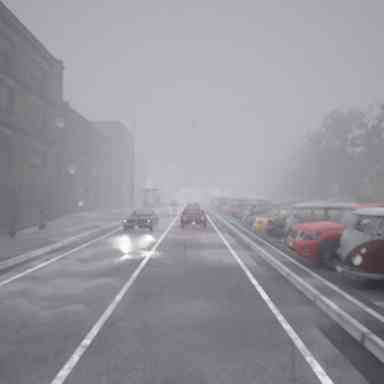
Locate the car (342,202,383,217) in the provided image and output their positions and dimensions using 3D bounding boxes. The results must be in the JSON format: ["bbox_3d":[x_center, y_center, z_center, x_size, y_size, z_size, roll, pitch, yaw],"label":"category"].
[{"bbox_3d":[19.293,1.908,36.235,5.008,1.535,2.097,0,-1,0],"label":"car"}]

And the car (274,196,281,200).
[{"bbox_3d":[19.384,1.899,64.086,5.566,2.045,2.435,0,0,0],"label":"car"}]

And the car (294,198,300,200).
[{"bbox_3d":[19.372,2.058,52.944,5.008,1.535,2.097,0,0,0],"label":"car"}]

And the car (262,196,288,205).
[{"bbox_3d":[19.499,1.975,78.143,5.566,2.045,2.435,0,0,0],"label":"car"}]

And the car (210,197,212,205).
[{"bbox_3d":[6.507,2.125,61.315,5.366,1.575,1.946,0,0,0],"label":"car"}]

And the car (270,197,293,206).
[{"bbox_3d":[19.479,2.090,72.562,4.553,1.767,2.185,0,0,0],"label":"car"}]

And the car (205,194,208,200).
[{"bbox_3d":[6.455,2.060,86.383,4.553,1.767,2.185,0,0,0],"label":"car"}]

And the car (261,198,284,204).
[{"bbox_3d":[19.487,2.220,80.932,5.008,1.535,2.097,0,0,0],"label":"car"}]

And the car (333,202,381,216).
[{"bbox_3d":[19.313,1.974,39.019,4.674,1.452,2.002,0,-1,0],"label":"car"}]

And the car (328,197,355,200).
[{"bbox_3d":[19.290,1.834,41.806,4.553,1.767,2.185,0,-1,0],"label":"car"}]

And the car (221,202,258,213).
[{"bbox_3d":[6.255,2.026,44.615,4.674,1.452,2.002,0,-1,0],"label":"car"}]

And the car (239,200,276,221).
[{"bbox_3d":[6.142,1.675,25.136,4.553,1.767,2.185,0,-1,0],"label":"car"}]

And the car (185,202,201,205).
[{"bbox_3d":[0.117,1.932,41.661,2.128,1.511,4.902,0,-1,0],"label":"car"}]

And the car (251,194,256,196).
[{"bbox_3d":[19.521,2.112,91.956,4.892,1.521,2.231,0,1,0],"label":"car"}]

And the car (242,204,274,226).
[{"bbox_3d":[6.168,1.773,22.350,4.892,1.521,2.231,0,-1,0],"label":"car"}]

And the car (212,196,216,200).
[{"bbox_3d":[6.279,1.981,58.659,4.553,1.767,2.185,0,0,0],"label":"car"}]

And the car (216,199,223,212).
[{"bbox_3d":[6.056,1.958,41.834,5.366,1.575,1.946,0,-1,0],"label":"car"}]

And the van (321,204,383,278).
[{"bbox_3d":[5.988,1.400,8.562,4.442,1.987,1.878,0,-1,0],"label":"van"}]

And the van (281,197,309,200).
[{"bbox_3d":[19.285,1.902,61.301,4.442,1.987,1.878,0,0,0],"label":"van"}]

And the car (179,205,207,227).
[{"bbox_3d":[0.115,1.881,25.150,1.895,1.301,4.718,0,-1,0],"label":"car"}]

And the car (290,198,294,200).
[{"bbox_3d":[19.381,2.122,55.729,4.674,1.452,2.002,0,0,0],"label":"car"}]

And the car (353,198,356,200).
[{"bbox_3d":[19.255,1.756,33.452,4.553,1.767,2.185,0,-1,0],"label":"car"}]

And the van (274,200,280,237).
[{"bbox_3d":[6.010,1.458,14.003,4.442,1.987,1.878,0,-1,0],"label":"van"}]

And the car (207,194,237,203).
[{"bbox_3d":[6.373,1.923,66.884,5.566,2.045,2.435,0,0,0],"label":"car"}]

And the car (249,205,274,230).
[{"bbox_3d":[6.335,1.739,19.566,5.366,1.575,1.946,0,-1,0],"label":"car"}]

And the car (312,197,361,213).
[{"bbox_3d":[19.304,1.734,44.591,5.566,2.045,2.435,0,0,0],"label":"car"}]

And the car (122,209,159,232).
[{"bbox_3d":[-3.336,1.851,22.274,1.895,1.301,4.718,0,-1,0],"label":"car"}]

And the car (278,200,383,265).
[{"bbox_3d":[6.087,1.403,11.220,5.566,2.045,2.435,0,-1,0],"label":"car"}]

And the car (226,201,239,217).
[{"bbox_3d":[6.178,1.912,33.483,4.792,1.488,2.163,0,-1,0],"label":"car"}]

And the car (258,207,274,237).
[{"bbox_3d":[6.132,1.715,16.784,4.892,1.521,2.231,0,-1,0],"label":"car"}]

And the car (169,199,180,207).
[{"bbox_3d":[-3.291,2.124,63.114,1.837,1.490,4.892,0,0,0],"label":"car"}]

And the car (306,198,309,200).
[{"bbox_3d":[19.373,2.039,47.376,4.792,1.488,2.163,0,-1,0],"label":"car"}]

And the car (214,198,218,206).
[{"bbox_3d":[6.281,2.034,50.183,5.008,1.535,2.097,0,0,0],"label":"car"}]

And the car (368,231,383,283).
[{"bbox_3d":[6.086,1.596,5.652,4.892,1.521,2.231,0,-1,0],"label":"car"}]

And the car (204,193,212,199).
[{"bbox_3d":[6.427,1.939,94.744,4.553,1.767,2.185,0,1,0],"label":"car"}]

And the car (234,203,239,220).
[{"bbox_3d":[6.187,1.868,27.916,4.674,1.452,2.002,0,-1,0],"label":"car"}]

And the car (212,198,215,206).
[{"bbox_3d":[6.305,2.083,55.750,4.892,1.521,2.231,0,0,0],"label":"car"}]

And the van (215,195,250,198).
[{"bbox_3d":[6.404,1.833,52.967,4.442,1.987,1.878,0,0,0],"label":"van"}]

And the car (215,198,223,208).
[{"bbox_3d":[6.259,2.010,47.400,5.008,1.535,2.097,0,0,0],"label":"car"}]

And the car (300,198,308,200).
[{"bbox_3d":[19.362,2.035,50.159,4.892,1.521,2.231,0,0,0],"label":"car"}]

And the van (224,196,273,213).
[{"bbox_3d":[6.101,1.684,36.332,4.442,1.987,1.878,0,-1,0],"label":"van"}]

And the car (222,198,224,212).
[{"bbox_3d":[6.199,1.809,39.051,4.553,1.767,2.185,0,-1,0],"label":"car"}]
